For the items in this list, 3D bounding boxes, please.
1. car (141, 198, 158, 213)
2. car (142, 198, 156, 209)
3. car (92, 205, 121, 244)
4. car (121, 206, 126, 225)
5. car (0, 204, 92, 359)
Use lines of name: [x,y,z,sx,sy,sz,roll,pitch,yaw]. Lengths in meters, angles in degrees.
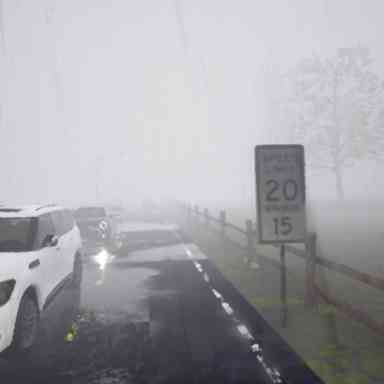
car: [-5.114,1.772,40.088,1.895,1.301,4.718,-1,0,-8]
car: [-6.468,1.698,50.164,1.882,1.535,5.008,-1,0,-8]
car: [-4.927,1.484,16.408,2.097,1.767,4.553,-1,0,-8]
car: [-6.209,1.721,26.102,2.033,1.411,5.357,-1,0,-8]
car: [-3.581,1.311,6.318,2.150,2.045,5.566,-1,0,-7]
